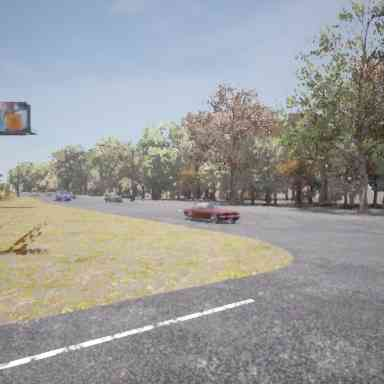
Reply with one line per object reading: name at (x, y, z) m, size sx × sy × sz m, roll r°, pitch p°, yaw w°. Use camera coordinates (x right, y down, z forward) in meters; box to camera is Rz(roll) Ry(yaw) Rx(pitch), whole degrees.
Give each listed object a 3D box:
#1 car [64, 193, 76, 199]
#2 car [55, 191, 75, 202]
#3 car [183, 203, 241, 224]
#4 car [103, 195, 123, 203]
car at (-31.111, 0.990, 84.545) m, size 1.994 × 1.385 × 4.181 m, roll 0°, pitch 0°, yaw -34°
car at (-24.063, 0.820, 62.125) m, size 2.150 × 2.045 × 5.566 m, roll 0°, pitch 1°, yaw -31°
car at (1.346, 1.483, 23.941) m, size 1.895 × 1.301 × 4.718 m, roll 0°, pitch 0°, yaw -34°
car at (-14.127, 1.191, 59.355) m, size 2.033 × 1.411 × 5.357 m, roll 0°, pitch 0°, yaw -34°
